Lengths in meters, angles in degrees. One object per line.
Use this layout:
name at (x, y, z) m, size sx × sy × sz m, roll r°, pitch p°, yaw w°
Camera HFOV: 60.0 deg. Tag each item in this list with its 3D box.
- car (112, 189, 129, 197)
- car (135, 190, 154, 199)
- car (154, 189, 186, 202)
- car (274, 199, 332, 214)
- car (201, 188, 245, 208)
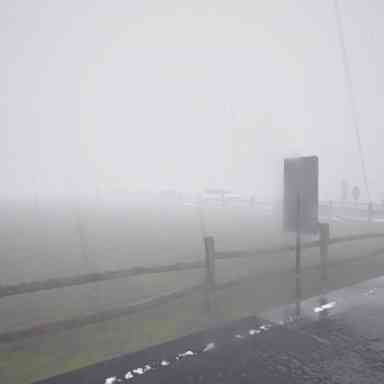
car at (-14.064, 0.120, 65.481) m, size 2.128 × 1.511 × 4.902 m, roll 1°, pitch 1°, yaw -35°
car at (-8.043, 0.342, 56.917) m, size 1.882 × 1.535 × 5.008 m, roll 1°, pitch 1°, yaw -35°
car at (-2.706, 0.488, 44.212) m, size 2.097 × 1.767 × 4.553 m, roll 1°, pitch 1°, yaw -35°
car at (9.053, 1.086, 27.445) m, size 1.882 × 1.535 × 5.008 m, roll 1°, pitch 1°, yaw -35°
car at (3.225, 0.594, 35.753) m, size 2.150 × 2.045 × 5.566 m, roll 1°, pitch 1°, yaw -35°
